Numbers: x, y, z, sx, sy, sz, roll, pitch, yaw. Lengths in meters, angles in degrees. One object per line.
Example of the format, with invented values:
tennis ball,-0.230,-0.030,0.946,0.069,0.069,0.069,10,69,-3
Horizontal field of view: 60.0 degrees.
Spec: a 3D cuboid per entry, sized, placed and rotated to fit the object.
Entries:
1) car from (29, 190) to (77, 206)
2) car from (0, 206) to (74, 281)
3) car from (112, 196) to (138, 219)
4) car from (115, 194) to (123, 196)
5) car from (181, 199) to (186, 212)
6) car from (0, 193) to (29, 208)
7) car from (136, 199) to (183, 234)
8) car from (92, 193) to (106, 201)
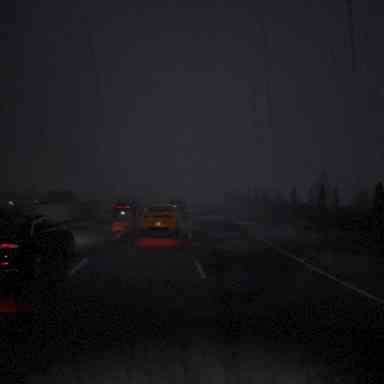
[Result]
car,-12.405,0.863,30.738,2.150,2.045,5.566,1,0,0
car,-4.748,1.359,9.369,2.128,1.511,4.902,1,0,-5
car,-5.209,1.317,27.457,1.837,1.490,4.892,1,0,0
car,-15.681,1.202,71.535,2.033,1.411,5.357,1,-3,0
car,-1.696,1.434,36.473,1.994,1.385,4.181,1,0,0
car,-15.909,0.913,29.774,2.097,1.767,4.553,1,0,0
car,-1.672,1.392,18.686,1.882,1.535,5.008,1,0,-1
car,-19.187,1.039,68.892,1.882,1.535,5.008,1,-1,0
